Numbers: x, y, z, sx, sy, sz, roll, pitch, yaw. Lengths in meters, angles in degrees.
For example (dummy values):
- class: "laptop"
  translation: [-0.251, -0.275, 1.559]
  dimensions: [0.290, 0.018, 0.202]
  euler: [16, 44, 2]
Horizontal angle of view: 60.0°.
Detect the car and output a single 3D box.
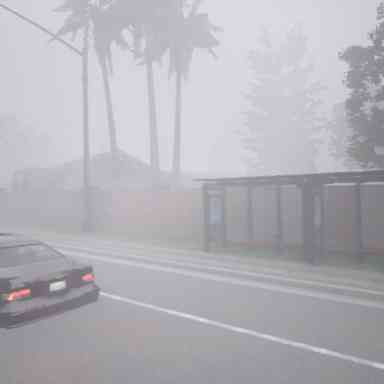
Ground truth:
- class: "car"
  translation: [-4.228, 1.599, 6.931]
  dimensions: [5.357, 1.411, 2.033]
  euler: [0, 0, 36]
